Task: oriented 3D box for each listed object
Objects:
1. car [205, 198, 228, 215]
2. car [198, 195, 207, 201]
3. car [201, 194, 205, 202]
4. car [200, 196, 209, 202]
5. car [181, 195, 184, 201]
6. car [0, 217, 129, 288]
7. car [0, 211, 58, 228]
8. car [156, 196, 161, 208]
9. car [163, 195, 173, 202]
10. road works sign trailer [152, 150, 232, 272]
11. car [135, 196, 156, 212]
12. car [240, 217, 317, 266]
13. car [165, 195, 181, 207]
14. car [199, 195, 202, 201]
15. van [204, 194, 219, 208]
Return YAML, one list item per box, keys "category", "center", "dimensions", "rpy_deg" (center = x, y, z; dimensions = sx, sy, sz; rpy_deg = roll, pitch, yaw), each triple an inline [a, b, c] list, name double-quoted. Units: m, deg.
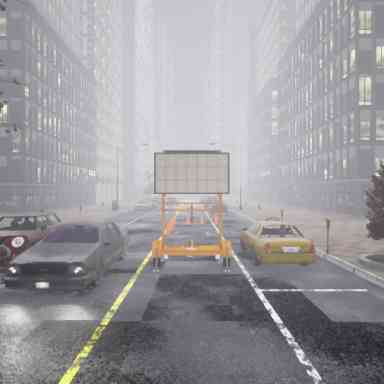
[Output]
- category: "car"
  center: [2.677, 1.558, 33.932]
  dimensions: [1.947, 1.339, 4.313]
  rpy_deg: [0, 0, 0]
- category: "car"
  center: [2.664, 1.514, 85.162]
  dimensions: [2.008, 1.369, 4.403]
  rpy_deg: [0, 0, 0]
- category: "car"
  center: [2.674, 1.428, 45.317]
  dimensions: [1.967, 1.590, 4.097]
  rpy_deg: [0, 0, 0]
- category: "car"
  center: [2.667, 1.517, 73.778]
  dimensions: [1.887, 1.381, 4.507]
  rpy_deg: [0, 0, 0]
- category: "car"
  center: [-3.026, 1.511, 84.247]
  dimensions: [2.033, 1.411, 5.357]
  rpy_deg: [0, 0, 0]
- category: "car"
  center: [-3.104, 1.546, 9.560]
  dimensions: [2.033, 1.411, 5.357]
  rpy_deg: [0, 0, 0]
- category: "car"
  center: [-5.698, 1.439, 11.178]
  dimensions: [1.967, 1.590, 4.097]
  rpy_deg: [0, 0, 0]
- category: "car"
  center: [-5.706, 1.570, 45.329]
  dimensions: [1.802, 1.307, 4.206]
  rpy_deg: [0, 0, 0]
- category: "car"
  center: [-5.715, 1.534, 79.480]
  dimensions: [1.947, 1.339, 4.313]
  rpy_deg: [0, 0, 0]
- category: "road works sign trailer"
  center: [-0.004, 0.463, 10.742]
  dimensions: [2.380, 3.560, 2.880]
  rpy_deg: [0, 0, 0]
- category: "car"
  center: [-5.705, 1.516, 39.467]
  dimensions: [1.752, 1.417, 4.829]
  rpy_deg: [0, 0, 0]
- category: "car"
  center: [2.683, 1.524, 11.334]
  dimensions: [1.752, 1.417, 4.829]
  rpy_deg: [0, 0, 0]
- category: "car"
  center: [-3.110, 1.491, 51.716]
  dimensions: [1.837, 1.490, 4.892]
  rpy_deg: [0, 0, 0]
- category: "car"
  center: [2.670, 1.562, 62.393]
  dimensions: [1.802, 1.307, 4.206]
  rpy_deg: [0, 0, 0]
- category: "van"
  center: [2.674, 1.331, 39.624]
  dimensions: [1.690, 1.788, 3.998]
  rpy_deg: [0, 0, 0]
